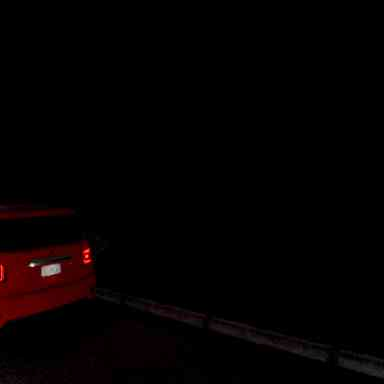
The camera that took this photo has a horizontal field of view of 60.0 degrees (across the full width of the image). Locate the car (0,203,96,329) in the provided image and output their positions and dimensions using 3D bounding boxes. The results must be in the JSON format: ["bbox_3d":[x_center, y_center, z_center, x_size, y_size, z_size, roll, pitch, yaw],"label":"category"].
[{"bbox_3d":[-4.233,1.240,6.416,5.566,2.045,2.150,0,0,36],"label":"car"}]
